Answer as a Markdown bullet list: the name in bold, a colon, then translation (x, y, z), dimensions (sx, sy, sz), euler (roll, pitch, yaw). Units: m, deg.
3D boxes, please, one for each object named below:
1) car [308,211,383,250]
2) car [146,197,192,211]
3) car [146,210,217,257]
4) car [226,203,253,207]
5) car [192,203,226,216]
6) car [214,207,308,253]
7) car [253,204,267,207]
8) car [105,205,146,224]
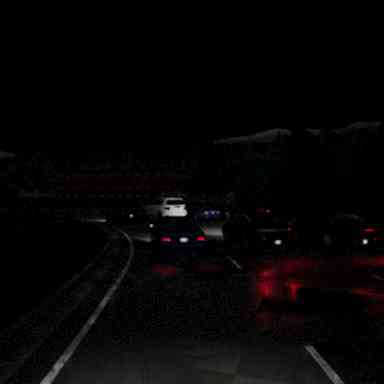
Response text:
- **car**: translation (6.169, 1.644, 15.036), dimensions (1.837, 1.490, 4.892), euler (0, 0, -10)
- **car**: translation (-2.526, 1.489, 28.843), dimensions (2.150, 2.045, 5.566), euler (0, -1, -30)
- **car**: translation (-0.677, 1.676, 13.625), dimensions (2.033, 1.411, 5.357), euler (0, -1, -9)
- **car**: translation (3.379, 1.811, 32.601), dimensions (1.837, 1.490, 4.892), euler (0, 0, -31)
- **car**: translation (0.516, 1.834, 30.573), dimensions (2.033, 1.411, 5.357), euler (0, -1, -30)
- **car**: translation (2.714, 1.627, 14.481), dimensions (2.128, 1.511, 4.902), euler (0, 0, -10)
- **car**: translation (6.411, 1.881, 34.351), dimensions (1.994, 1.385, 4.181), euler (0, -1, -31)
- **car**: translation (-5.703, 1.826, 27.307), dimensions (1.994, 1.385, 4.181), euler (0, -1, -31)
